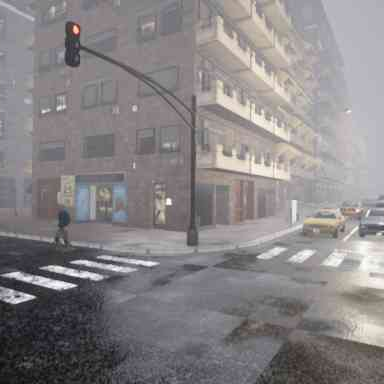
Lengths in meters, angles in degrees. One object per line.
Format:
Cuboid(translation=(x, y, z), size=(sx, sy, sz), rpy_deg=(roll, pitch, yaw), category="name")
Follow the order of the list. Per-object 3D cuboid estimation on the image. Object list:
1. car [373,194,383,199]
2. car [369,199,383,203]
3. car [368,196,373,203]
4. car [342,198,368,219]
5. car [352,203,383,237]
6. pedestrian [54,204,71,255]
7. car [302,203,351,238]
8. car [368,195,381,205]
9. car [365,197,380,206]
Cuboid(translation=(20.782, 1.238, 35.158), size=(2.150, 2.045, 5.566), rpy_deg=(0, 0, 32), category="car")
Cuboid(translation=(15.159, 1.537, 26.010), size=(1.812, 1.442, 4.674), rpy_deg=(0, 0, 32), category="car")
Cuboid(translation=(24.925, 1.566, 46.959), size=(1.887, 1.381, 4.507), rpy_deg=(1, 1, 31), category="car")
Cuboid(translation=(13.163, 1.450, 27.695), size=(1.967, 1.590, 4.097), rpy_deg=(1, 1, 31), category="car")
Cuboid(translation=(9.992, 1.555, 17.561), size=(2.033, 1.411, 5.357), rpy_deg=(0, 0, 31), category="car")
Cuboid(translation=(-4.601, 1.305, 11.839), size=(0.375, 1.860, 0.375), rpy_deg=(0, -1, 32), category="pedestrian")
Cuboid(translation=(7.193, 1.531, 17.918), size=(1.752, 1.417, 4.829), rpy_deg=(1, 1, 31), category="car")
Cuboid(translation=(33.748, 1.472, 61.406), size=(1.967, 1.590, 4.097), rpy_deg=(1, 1, 31), category="car")
Cuboid(translation=(30.805, 1.579, 56.591), size=(2.008, 1.369, 4.403), rpy_deg=(1, 1, 31), category="car")
